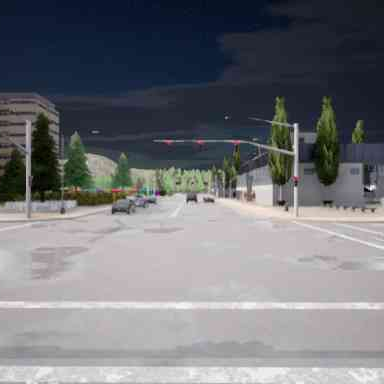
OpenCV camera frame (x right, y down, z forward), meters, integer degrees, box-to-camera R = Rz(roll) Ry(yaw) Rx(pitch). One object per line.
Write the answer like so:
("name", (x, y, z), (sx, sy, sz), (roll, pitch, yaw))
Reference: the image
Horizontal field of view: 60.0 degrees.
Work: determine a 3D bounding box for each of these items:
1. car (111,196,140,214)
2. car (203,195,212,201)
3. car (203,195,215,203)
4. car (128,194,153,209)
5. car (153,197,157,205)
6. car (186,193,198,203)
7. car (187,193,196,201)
("car", (-7.137, 1.482, 35.034), (1.837, 1.490, 4.892), (0, 0, 1))
("car", (3.457, 1.400, 76.865), (1.895, 1.301, 4.718), (0, 0, 0))
("car", (3.462, 1.557, 66.557), (1.895, 1.301, 4.718), (0, 0, 0))
("car", (-7.114, 1.462, 45.482), (2.128, 1.511, 4.902), (0, 0, 0))
("car", (-7.109, 1.508, 57.772), (2.033, 1.411, 5.357), (0, 0, 0))
("car", (-0.037, 1.178, 66.181), (2.150, 2.045, 5.566), (0, 0, 0))
("car", (-0.043, 1.160, 76.803), (2.097, 1.767, 4.553), (0, 0, 0))
